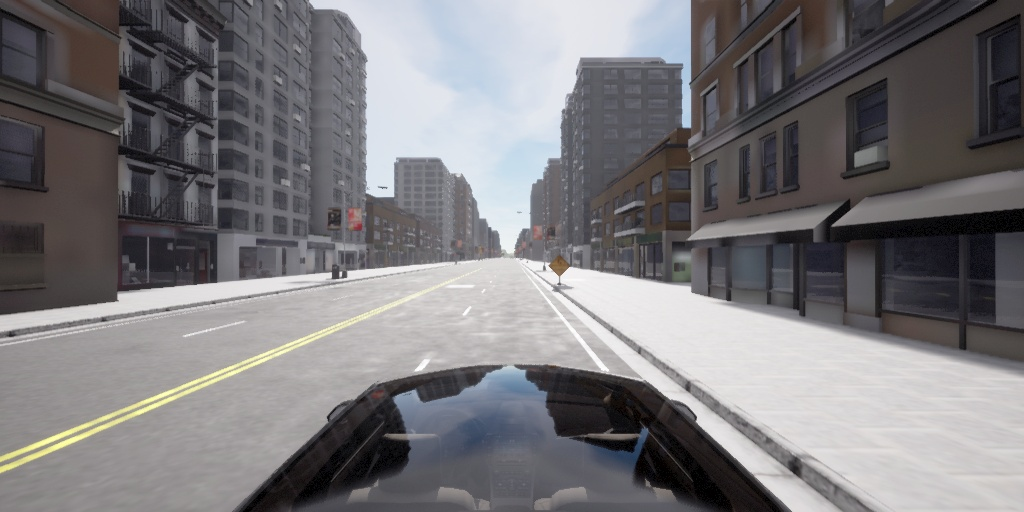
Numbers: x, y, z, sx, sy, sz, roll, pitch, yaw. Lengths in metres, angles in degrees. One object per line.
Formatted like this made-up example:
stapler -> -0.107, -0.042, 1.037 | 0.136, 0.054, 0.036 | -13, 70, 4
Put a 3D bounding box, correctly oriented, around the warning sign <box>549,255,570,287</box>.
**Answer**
warning sign -> 2.850, 0.867, 21.523 | 1.300, 1.860, 1.060 | 0, 0, 0
